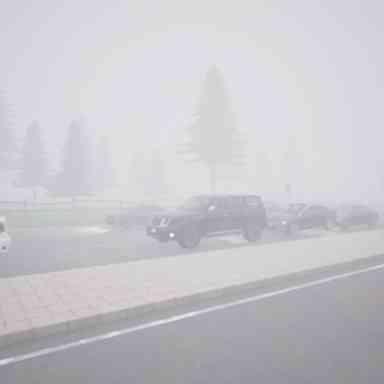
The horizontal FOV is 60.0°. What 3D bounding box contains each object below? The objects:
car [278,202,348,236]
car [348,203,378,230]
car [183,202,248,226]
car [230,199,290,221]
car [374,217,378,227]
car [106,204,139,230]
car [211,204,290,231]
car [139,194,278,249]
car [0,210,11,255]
[{"bbox_3d":[5.627,1.325,17.423,4.902,1.511,2.128,-4,3,-34],"label":"car"},{"bbox_3d":[9.403,1.425,20.062,4.674,1.442,1.812,-2,2,-34],"label":"car"},{"bbox_3d":[1.681,1.434,23.208,4.181,1.385,1.994,0,1,-34],"label":"car"},{"bbox_3d":[5.342,1.342,25.770,4.674,1.442,1.812,0,1,-34],"label":"car"},{"bbox_3d":[6.976,1.429,8.526,5.008,1.535,1.882,0,0,-34],"label":"car"},{"bbox_3d":[-3.036,1.401,20.069,4.181,1.385,1.994,0,0,-34],"label":"car"},{"bbox_3d":[3.638,1.467,20.306,4.718,1.301,1.895,0,1,-34],"label":"car"},{"bbox_3d":[0.838,1.112,14.243,5.566,2.045,2.150,0,1,-34],"label":"car"},{"bbox_3d":[-7.726,1.135,8.374,5.566,2.045,2.150,0,1,-34],"label":"car"}]
